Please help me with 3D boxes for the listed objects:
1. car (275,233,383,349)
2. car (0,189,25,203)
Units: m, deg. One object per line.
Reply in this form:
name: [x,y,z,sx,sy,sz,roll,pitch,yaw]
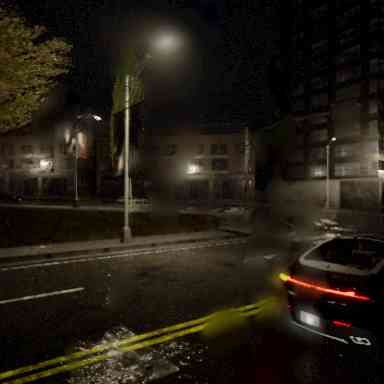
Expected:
car: [3.600,1.512,6.007,4.892,1.490,1.837,0,0,-35]
car: [-20.531,0.392,35.234,5.357,1.411,2.033,1,0,11]
